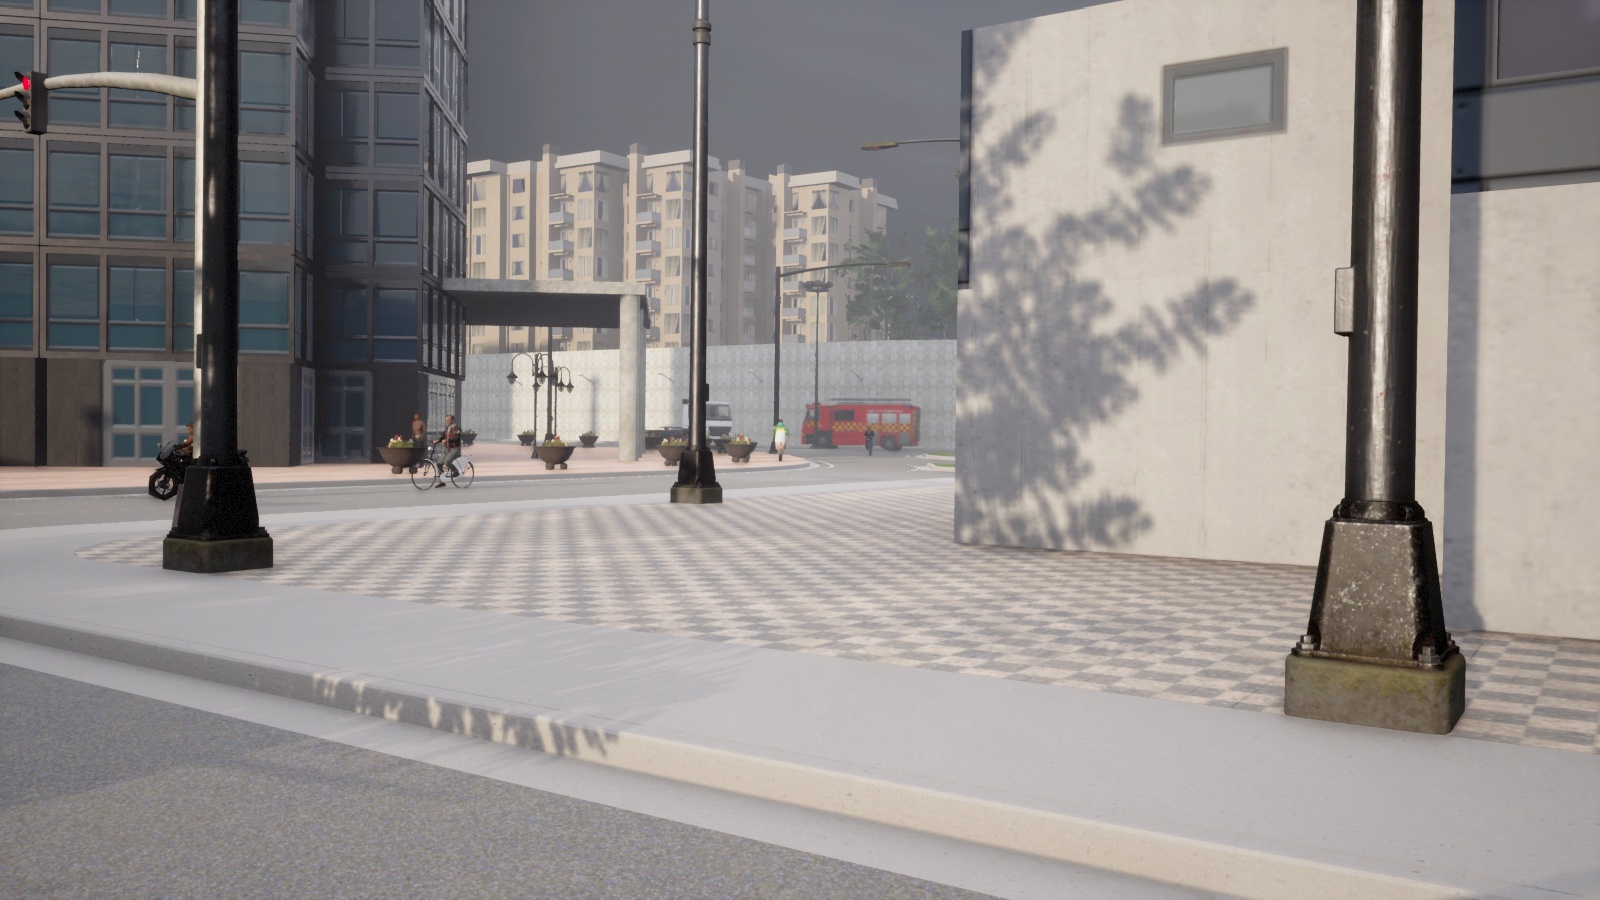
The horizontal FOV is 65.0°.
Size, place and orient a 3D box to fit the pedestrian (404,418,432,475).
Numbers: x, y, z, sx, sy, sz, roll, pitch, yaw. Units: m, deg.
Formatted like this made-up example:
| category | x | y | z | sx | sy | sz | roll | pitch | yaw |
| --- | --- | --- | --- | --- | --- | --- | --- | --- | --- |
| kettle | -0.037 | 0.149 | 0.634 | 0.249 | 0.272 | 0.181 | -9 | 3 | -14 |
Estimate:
| category | x | y | z | sx | sy | sz | roll | pitch | yaw |
| --- | --- | --- | --- | --- | --- | --- | --- | --- | --- |
| pedestrian | -12.155 | -0.126 | 39.962 | 0.328 | 1.805 | 0.869 | 0 | 1 | 26 |

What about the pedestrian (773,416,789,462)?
| category | x | y | z | sx | sy | sz | roll | pitch | yaw |
| --- | --- | --- | --- | --- | --- | --- | --- | --- | --- |
| pedestrian | -0.817 | -0.456 | 53.562 | 0.659 | 1.952 | 0.873 | 0 | 1 | -1 |

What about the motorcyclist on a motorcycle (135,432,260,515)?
| category | x | y | z | sx | sy | sz | roll | pitch | yaw |
| --- | --- | --- | --- | --- | --- | --- | --- | --- | --- |
| motorcyclist on a motorcycle | -11.628 | 0.415 | 24.317 | 0.797 | 1.523 | 2.044 | 0 | 1 | 34 |

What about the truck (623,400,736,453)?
| category | x | y | z | sx | sy | sz | roll | pitch | yaw |
| --- | --- | --- | --- | --- | --- | --- | --- | --- | --- |
| truck | -8.315 | -1.592 | 85.894 | 7.936 | 3.462 | 2.891 | 1 | 1 | 39 |

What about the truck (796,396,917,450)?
| category | x | y | z | sx | sy | sz | roll | pitch | yaw |
| --- | --- | --- | --- | --- | --- | --- | --- | --- | --- |
| truck | 4.166 | -1.955 | 92.801 | 8.468 | 3.827 | 2.891 | 0 | 1 | 16 |

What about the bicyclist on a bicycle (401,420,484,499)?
| category | x | y | z | sx | sy | sz | roll | pitch | yaw |
| --- | --- | --- | --- | --- | --- | --- | --- | --- | --- |
| bicyclist on a bicycle | -8.301 | 0.204 | 29.227 | 0.659 | 1.776 | 1.843 | 0 | 1 | 34 |
